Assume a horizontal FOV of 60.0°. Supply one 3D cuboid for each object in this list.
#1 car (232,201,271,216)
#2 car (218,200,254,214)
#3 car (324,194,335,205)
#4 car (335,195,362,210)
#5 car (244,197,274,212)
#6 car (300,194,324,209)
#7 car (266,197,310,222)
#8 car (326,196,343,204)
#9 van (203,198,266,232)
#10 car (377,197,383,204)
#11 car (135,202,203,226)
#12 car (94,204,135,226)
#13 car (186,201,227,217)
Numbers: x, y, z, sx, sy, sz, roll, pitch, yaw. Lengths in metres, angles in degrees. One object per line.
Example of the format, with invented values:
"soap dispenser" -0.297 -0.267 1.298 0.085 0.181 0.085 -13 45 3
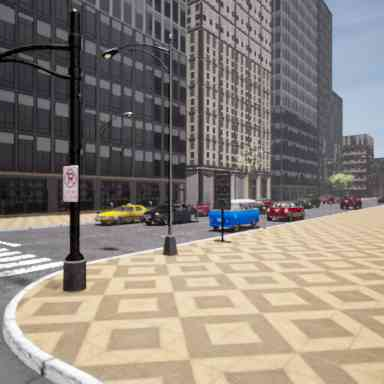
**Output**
"car" 6.102 1.624 33.697 1.895 1.301 4.718 0 0 38
"car" 4.826 1.564 36.086 1.887 1.381 4.507 0 0 38
"car" 25.260 1.374 62.485 2.192 1.841 5.009 0 0 38
"car" 21.274 1.365 44.462 2.192 1.841 5.009 0 0 38
"car" 8.232 1.464 40.486 1.967 1.590 4.097 0 0 38
"car" 16.225 1.300 46.620 2.150 2.045 5.566 0 0 38
"car" 7.652 1.469 26.862 1.967 1.590 4.097 0 0 38
"car" 28.665 1.618 66.884 2.008 1.369 4.403 0 0 38
"van" 2.672 1.364 20.247 1.690 1.788 3.998 0 0 38
"car" 38.301 1.655 66.460 1.947 1.339 4.313 0 0 38
"car" -1.480 1.520 23.907 1.837 1.490 4.892 0 0 38
"car" -4.708 1.533 23.980 1.752 1.417 4.829 0 0 38
"car" 1.421 1.597 31.686 1.802 1.307 4.206 0 0 38
